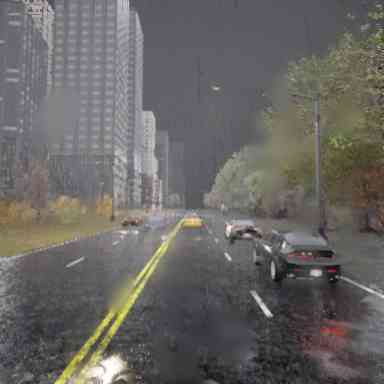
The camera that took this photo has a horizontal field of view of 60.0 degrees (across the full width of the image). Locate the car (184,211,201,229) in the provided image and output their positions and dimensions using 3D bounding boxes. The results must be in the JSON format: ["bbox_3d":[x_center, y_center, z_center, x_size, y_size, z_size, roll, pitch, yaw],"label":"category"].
[{"bbox_3d":[0.059,3.053,35.474,1.801,1.575,5.366,0,-3,0],"label":"car"}]

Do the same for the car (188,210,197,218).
[{"bbox_3d":[0.100,4.704,71.474,2.033,1.411,5.357,0,-2,0],"label":"car"}]

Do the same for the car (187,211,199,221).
[{"bbox_3d":[0.176,3.944,54.402,1.812,1.442,4.674,0,-2,0],"label":"car"}]

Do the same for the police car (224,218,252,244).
[{"bbox_3d":[3.287,2.524,22.245,2.038,1.542,4.974,0,-3,0],"label":"police car"}]

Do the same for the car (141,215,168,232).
[{"bbox_3d":[-3.288,2.936,31.053,1.812,1.442,4.674,0,-2,0],"label":"car"}]

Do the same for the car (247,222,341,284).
[{"bbox_3d":[3.300,2.006,11.248,1.837,1.490,4.892,1,-2,0],"label":"car"}]

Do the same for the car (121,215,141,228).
[{"bbox_3d":[-6.510,3.271,37.017,1.895,1.301,4.718,0,-2,0],"label":"car"}]
